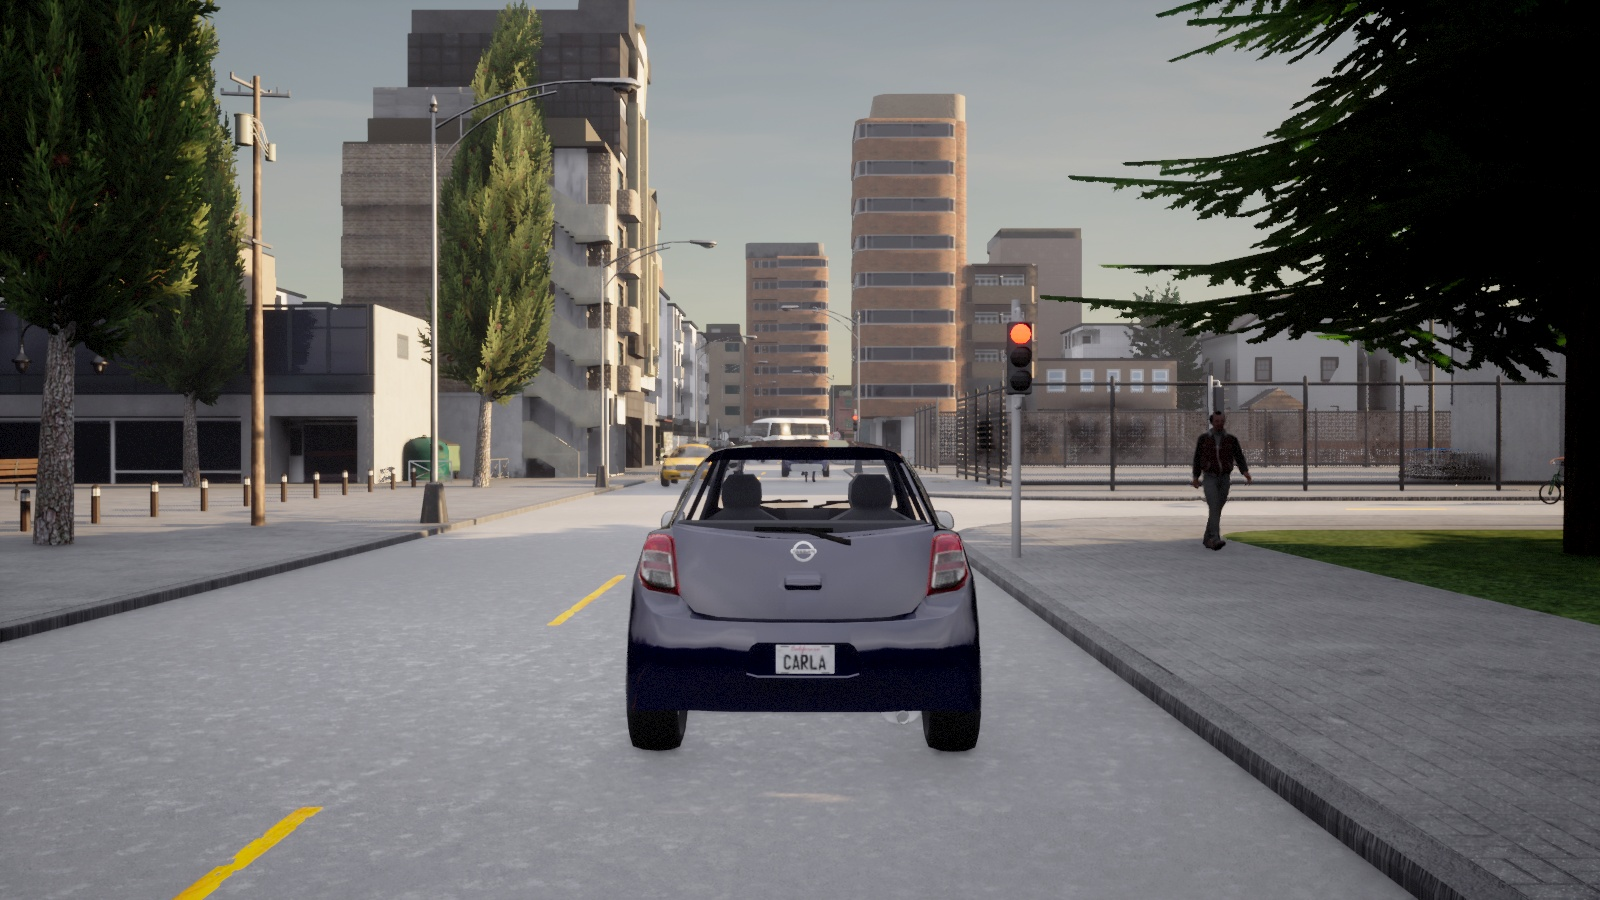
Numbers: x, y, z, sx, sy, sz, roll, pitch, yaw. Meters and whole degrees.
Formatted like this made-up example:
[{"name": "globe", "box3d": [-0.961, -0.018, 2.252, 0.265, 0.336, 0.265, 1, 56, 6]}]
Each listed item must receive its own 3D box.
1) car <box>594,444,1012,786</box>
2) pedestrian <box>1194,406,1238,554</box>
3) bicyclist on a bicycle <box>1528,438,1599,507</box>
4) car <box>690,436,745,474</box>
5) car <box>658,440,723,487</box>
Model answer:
[{"name": "car", "box3d": [0.036, 0.719, 7.361, 1.845, 1.501, 3.633, 0, 0, 1]}, {"name": "pedestrian", "box3d": [5.324, 0.370, 16.087, 0.376, 1.854, 0.720, 0, 0, 4]}, {"name": "bicyclist on a bicycle", "box3d": [18.404, 0.528, 30.007, 1.509, 1.612, 0.866, 0, 0, 0]}, {"name": "car", "box3d": [-3.733, 0.198, 57.472, 2.152, 1.651, 5.027, 0, 0, 0]}, {"name": "car", "box3d": [-3.787, 0.432, 44.340, 1.801, 1.575, 5.366, 0, 0, 0]}]
